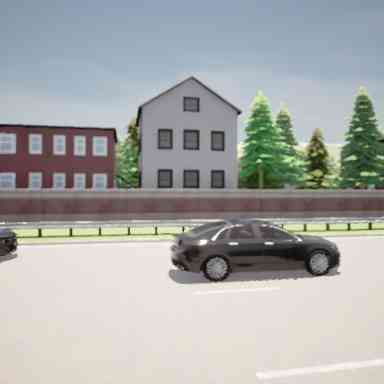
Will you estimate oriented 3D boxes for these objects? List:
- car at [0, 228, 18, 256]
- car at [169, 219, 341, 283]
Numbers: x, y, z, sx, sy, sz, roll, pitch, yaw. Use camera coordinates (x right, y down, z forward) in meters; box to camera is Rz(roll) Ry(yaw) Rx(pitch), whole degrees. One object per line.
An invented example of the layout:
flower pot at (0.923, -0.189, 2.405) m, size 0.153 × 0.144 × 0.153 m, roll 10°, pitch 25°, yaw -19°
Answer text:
car at (-8.549, 1.522, 11.038) m, size 5.008 × 1.535 × 1.882 m, roll 0°, pitch 0°, yaw -11°
car at (1.805, 1.557, 9.558) m, size 4.892 × 1.490 × 1.837 m, roll 0°, pitch 0°, yaw -11°
